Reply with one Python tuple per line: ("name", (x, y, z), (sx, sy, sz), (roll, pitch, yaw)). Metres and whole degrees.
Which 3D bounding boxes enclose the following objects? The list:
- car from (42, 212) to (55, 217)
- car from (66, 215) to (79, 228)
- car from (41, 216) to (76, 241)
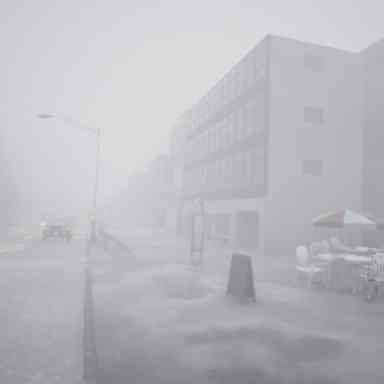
("car", (-24.100, 4.162, 55.984), (2.128, 1.511, 4.902), (3, -4, -17))
("car", (-15.136, 3.620, 41.328), (2.033, 1.411, 5.357), (3, -4, -17))
("car", (-9.792, 2.728, 24.418), (1.812, 1.442, 4.674), (3, -4, -18))
